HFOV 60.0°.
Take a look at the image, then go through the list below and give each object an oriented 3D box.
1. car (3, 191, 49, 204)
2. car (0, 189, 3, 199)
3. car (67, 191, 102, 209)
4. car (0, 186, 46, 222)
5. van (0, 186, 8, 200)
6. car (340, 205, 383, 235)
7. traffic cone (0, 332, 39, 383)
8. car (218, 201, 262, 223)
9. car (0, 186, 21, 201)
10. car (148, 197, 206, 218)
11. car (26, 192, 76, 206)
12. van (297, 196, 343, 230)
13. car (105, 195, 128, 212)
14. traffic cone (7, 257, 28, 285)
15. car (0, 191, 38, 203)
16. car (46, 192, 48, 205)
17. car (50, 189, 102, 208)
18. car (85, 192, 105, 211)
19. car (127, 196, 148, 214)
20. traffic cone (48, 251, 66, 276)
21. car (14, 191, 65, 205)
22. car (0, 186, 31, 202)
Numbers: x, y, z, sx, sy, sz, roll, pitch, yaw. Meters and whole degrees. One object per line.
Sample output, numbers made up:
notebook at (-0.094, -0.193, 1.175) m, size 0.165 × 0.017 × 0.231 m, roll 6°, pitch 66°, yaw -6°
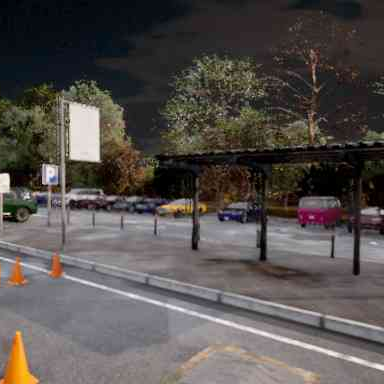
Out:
car at (-21.023, 0.684, 42.382) m, size 2.163 × 1.488 × 4.792 m, roll 2°, pitch 1°, yaw 36°
car at (-32.160, 0.248, 50.668) m, size 1.946 × 1.575 × 5.366 m, roll 2°, pitch 1°, yaw 36°
car at (-9.744, 0.982, 34.302) m, size 2.097 × 1.535 × 5.008 m, roll 2°, pitch 1°, yaw 36°
car at (-12.191, 0.810, 19.906) m, size 2.435 × 2.045 × 5.566 m, roll 2°, pitch 1°, yaw 36°
van at (-29.944, 0.110, 48.988) m, size 1.878 × 1.987 × 4.442 m, roll 2°, pitch 1°, yaw 36°
car at (10.515, 1.591, 19.702) m, size 2.002 × 1.452 × 4.674 m, roll 2°, pitch 1°, yaw 36°
traffic cone at (-1.987, 1.891, 3.791) m, size 0.340 × 0.580 × 0.340 m, roll 1°, pitch 1°, yaw 36°
car at (3.746, 1.390, 24.545) m, size 2.163 × 1.488 × 4.792 m, roll 2°, pitch 1°, yaw 36°
car at (-27.743, 0.169, 47.294) m, size 2.435 × 2.045 × 5.566 m, roll 2°, pitch 1°, yaw 36°
car at (-0.849, 1.231, 27.661) m, size 1.946 × 1.575 × 5.366 m, roll 2°, pitch 1°, yaw 36°
car at (-16.507, 0.791, 39.159) m, size 2.097 × 1.535 × 5.008 m, roll 2°, pitch 1°, yaw 36°
van at (8.339, 1.262, 21.418) m, size 1.878 × 1.987 × 4.442 m, roll 2°, pitch 1°, yaw 36°
car at (-5.240, 1.110, 31.060) m, size 2.231 × 1.521 × 4.892 m, roll 2°, pitch 1°, yaw 36°
traffic cone at (-4.060, 1.817, 7.752) m, size 0.340 × 0.580 × 0.340 m, roll 2°, pitch 1°, yaw 36°
car at (-23.247, 0.607, 44.055) m, size 2.163 × 1.488 × 4.792 m, roll 2°, pitch 1°, yaw 36°
car at (-14.254, 0.857, 37.536) m, size 2.231 × 1.521 × 4.892 m, roll 2°, pitch 1°, yaw 36°
car at (-12.011, 0.668, 35.894) m, size 2.435 × 2.045 × 5.566 m, roll 2°, pitch 1°, yaw 36°
car at (-7.492, 1.045, 32.681) m, size 2.097 × 1.535 × 5.008 m, roll 2°, pitch 1°, yaw 36°
car at (-2.976, 1.201, 29.457) m, size 2.163 × 1.488 × 4.792 m, roll 2°, pitch 1°, yaw 36°
traffic cone at (-3.476, 1.822, 8.561) m, size 0.340 × 0.580 × 0.340 m, roll 2°, pitch 1°, yaw 36°
car at (-18.649, 0.721, 40.936) m, size 1.946 × 1.575 × 5.366 m, roll 2°, pitch 1°, yaw 36°
car at (-25.524, 0.248, 45.626) m, size 2.435 × 2.045 × 5.566 m, roll 2°, pitch 1°, yaw 36°
